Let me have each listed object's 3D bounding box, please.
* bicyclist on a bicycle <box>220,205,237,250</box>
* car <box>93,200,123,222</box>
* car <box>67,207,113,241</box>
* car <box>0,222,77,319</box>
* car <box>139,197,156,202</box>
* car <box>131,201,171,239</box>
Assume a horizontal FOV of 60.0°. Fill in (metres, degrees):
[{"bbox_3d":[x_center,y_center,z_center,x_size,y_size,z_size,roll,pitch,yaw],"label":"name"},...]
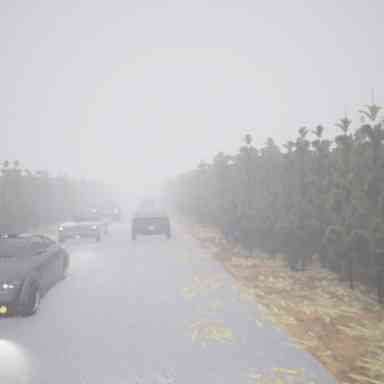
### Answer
[{"bbox_3d":[1.787,1.288,12.070,1.656,1.620,0.582,-2,0,-8],"label":"bicyclist on a bicycle"},{"bbox_3d":[-6.843,1.456,27.105,2.097,1.767,4.553,-2,0,-8],"label":"car"},{"bbox_3d":[-5.481,1.722,17.250,1.895,1.301,4.718,-2,0,-8],"label":"car"},{"bbox_3d":[-4.115,1.665,7.387,1.994,1.385,4.181,-2,0,-8],"label":"car"},{"bbox_3d":[-5.521,1.365,41.329,1.837,1.490,4.892,-2,2,-8],"label":"car"},{"bbox_3d":[-2.223,1.506,17.829,1.882,1.535,5.008,-2,0,-8],"label":"car"}]
